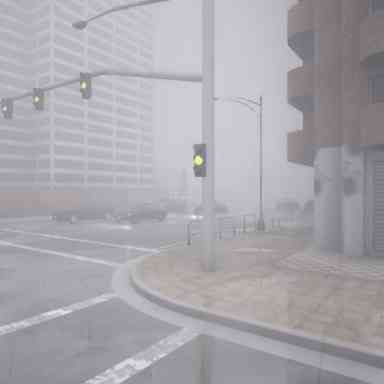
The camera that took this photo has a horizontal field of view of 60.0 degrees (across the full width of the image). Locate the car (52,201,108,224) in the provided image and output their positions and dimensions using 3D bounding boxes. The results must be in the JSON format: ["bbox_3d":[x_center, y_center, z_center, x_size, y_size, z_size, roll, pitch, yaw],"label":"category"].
[{"bbox_3d":[-8.070,1.478,25.175,1.882,1.535,5.008,0,0,35],"label":"car"}]

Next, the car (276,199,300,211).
[{"bbox_3d":[11.704,1.526,40.670,1.812,1.442,4.674,0,0,35],"label":"car"}]

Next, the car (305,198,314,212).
[{"bbox_3d":[14.536,1.504,38.583,1.837,1.490,4.892,0,0,35],"label":"car"}]

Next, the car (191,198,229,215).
[{"bbox_3d":[1.933,1.564,33.209,1.994,1.385,4.181,0,0,36],"label":"car"}]

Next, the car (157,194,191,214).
[{"bbox_3d":[-2.489,1.352,33.040,2.097,1.767,4.553,0,0,35],"label":"car"}]

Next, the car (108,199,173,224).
[{"bbox_3d":[-3.769,1.526,25.160,1.812,1.442,4.674,0,0,35],"label":"car"}]
